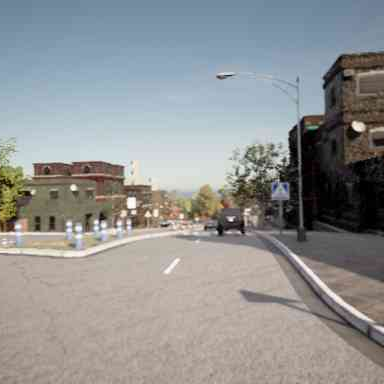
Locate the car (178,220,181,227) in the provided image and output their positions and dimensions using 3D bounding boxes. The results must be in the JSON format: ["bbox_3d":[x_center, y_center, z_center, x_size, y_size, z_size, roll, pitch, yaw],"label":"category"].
[{"bbox_3d":[-6.301,8.864,89.641,4.792,1.488,2.163,0,-5,-13],"label":"car"}]

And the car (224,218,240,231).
[{"bbox_3d":[4.732,3.852,39.224,1.812,1.442,4.674,-1,-6,7],"label":"car"}]

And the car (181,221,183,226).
[{"bbox_3d":[-6.076,9.117,92.621,5.366,1.575,1.946,0,-5,-13],"label":"car"}]

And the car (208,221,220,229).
[{"bbox_3d":[3.938,5.852,58.844,1.895,1.301,4.718,-1,-6,7],"label":"car"}]

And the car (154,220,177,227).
[{"bbox_3d":[-7.004,8.267,83.625,4.892,1.521,2.231,0,-5,-13],"label":"car"}]

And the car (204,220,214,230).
[{"bbox_3d":[2.857,4.961,49.948,1.994,1.385,4.181,-2,-6,8],"label":"car"}]

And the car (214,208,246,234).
[{"bbox_3d":[3.300,2.457,27.902,2.150,2.045,5.566,-1,-6,7],"label":"car"}]
